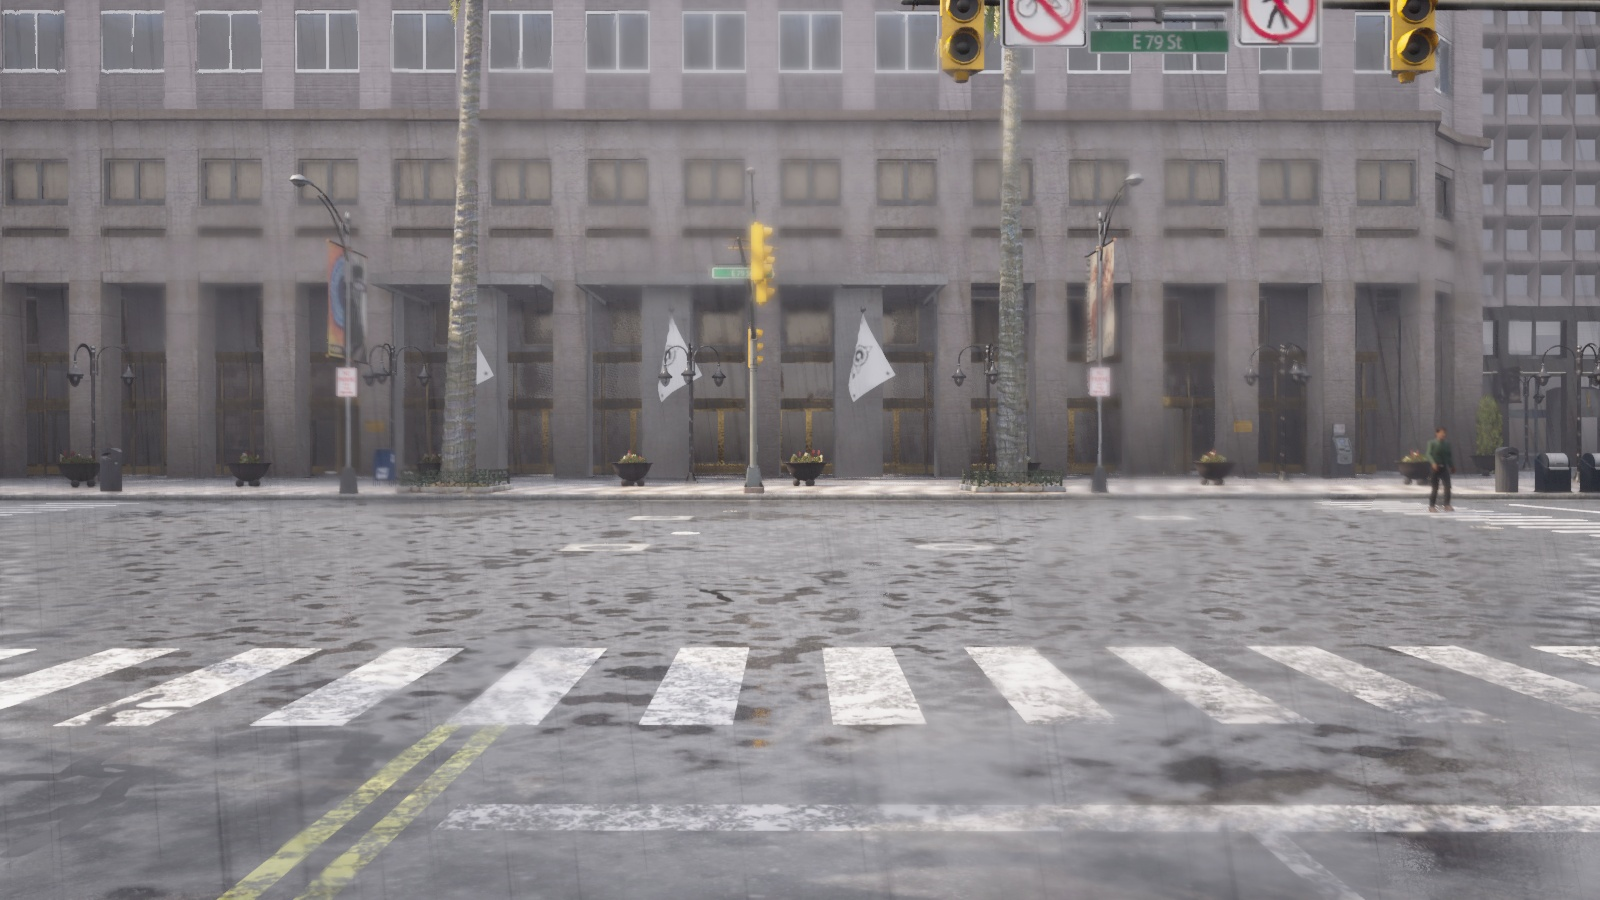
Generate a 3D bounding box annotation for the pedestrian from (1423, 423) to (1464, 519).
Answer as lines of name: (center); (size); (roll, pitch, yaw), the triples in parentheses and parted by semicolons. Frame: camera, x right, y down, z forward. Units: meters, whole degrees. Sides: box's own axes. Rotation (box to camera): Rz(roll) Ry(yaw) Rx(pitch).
pedestrian: (13.280, 0.417, 25.932); (0.423, 1.949, 0.788); (0, 0, -1)
